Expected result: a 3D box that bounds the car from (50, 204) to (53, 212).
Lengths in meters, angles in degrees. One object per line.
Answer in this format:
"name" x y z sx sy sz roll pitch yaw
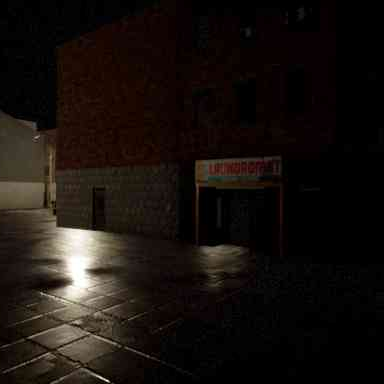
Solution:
"car" -14.186 1.558 38.720 1.812 1.442 4.674 0 0 36
